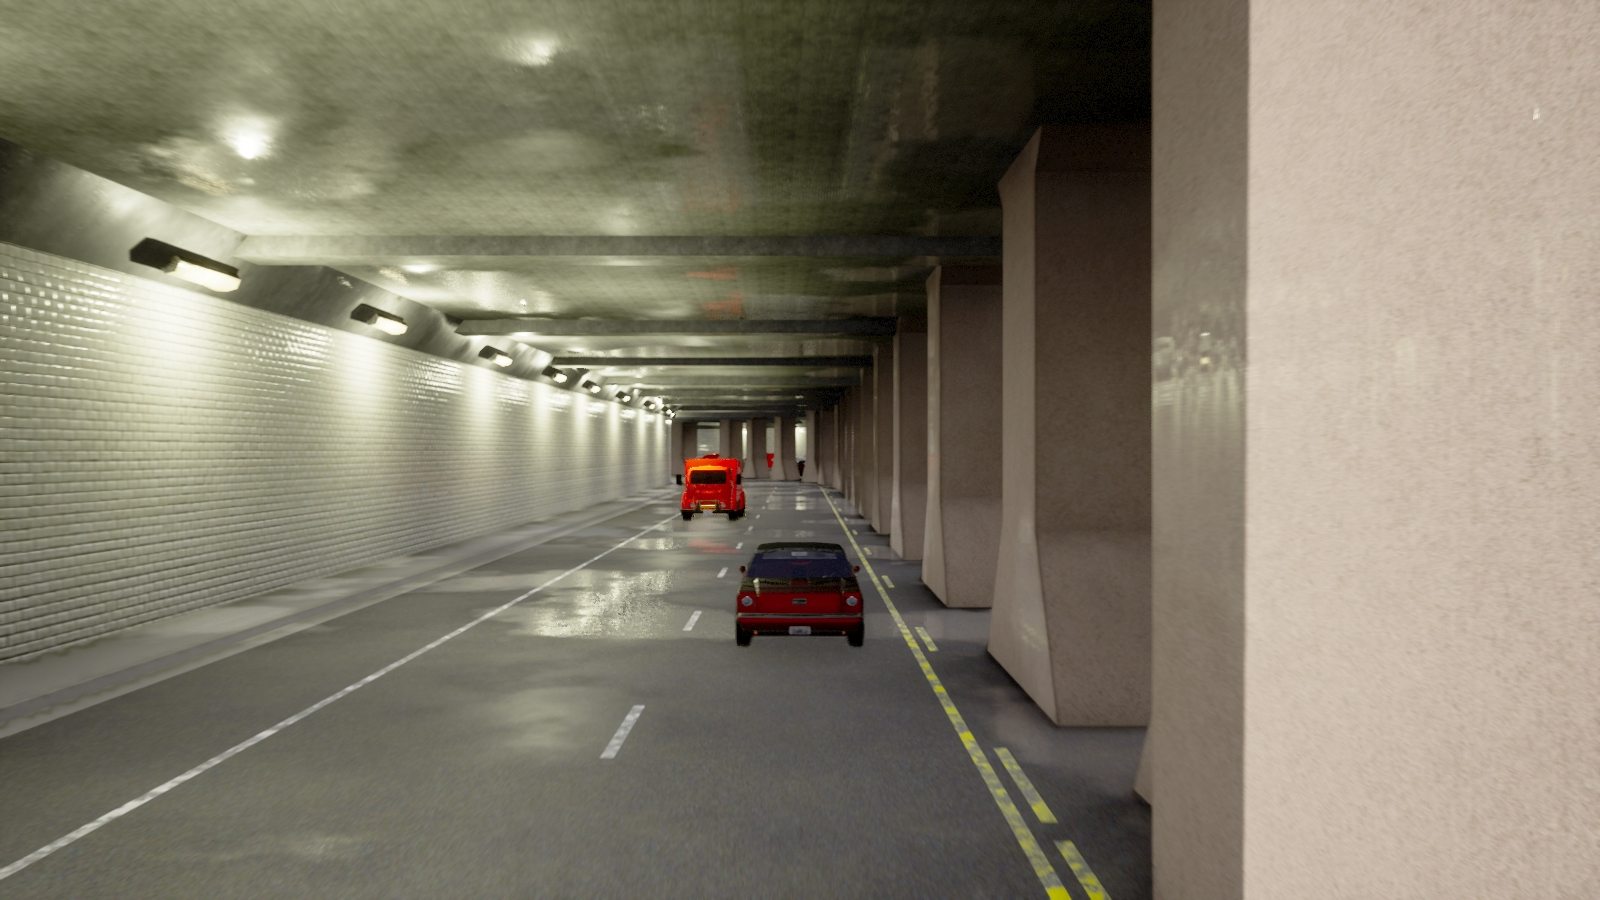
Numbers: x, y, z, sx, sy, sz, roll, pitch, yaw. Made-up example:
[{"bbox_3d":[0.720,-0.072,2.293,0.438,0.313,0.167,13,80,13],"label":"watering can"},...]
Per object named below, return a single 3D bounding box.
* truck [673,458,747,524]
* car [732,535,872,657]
[{"bbox_3d":[-3.537,1.568,46.131,2.627,2.467,5.204,0,0,-1],"label":"truck"},{"bbox_3d":[0.027,2.155,17.862,1.895,1.301,4.718,0,0,0],"label":"car"}]
